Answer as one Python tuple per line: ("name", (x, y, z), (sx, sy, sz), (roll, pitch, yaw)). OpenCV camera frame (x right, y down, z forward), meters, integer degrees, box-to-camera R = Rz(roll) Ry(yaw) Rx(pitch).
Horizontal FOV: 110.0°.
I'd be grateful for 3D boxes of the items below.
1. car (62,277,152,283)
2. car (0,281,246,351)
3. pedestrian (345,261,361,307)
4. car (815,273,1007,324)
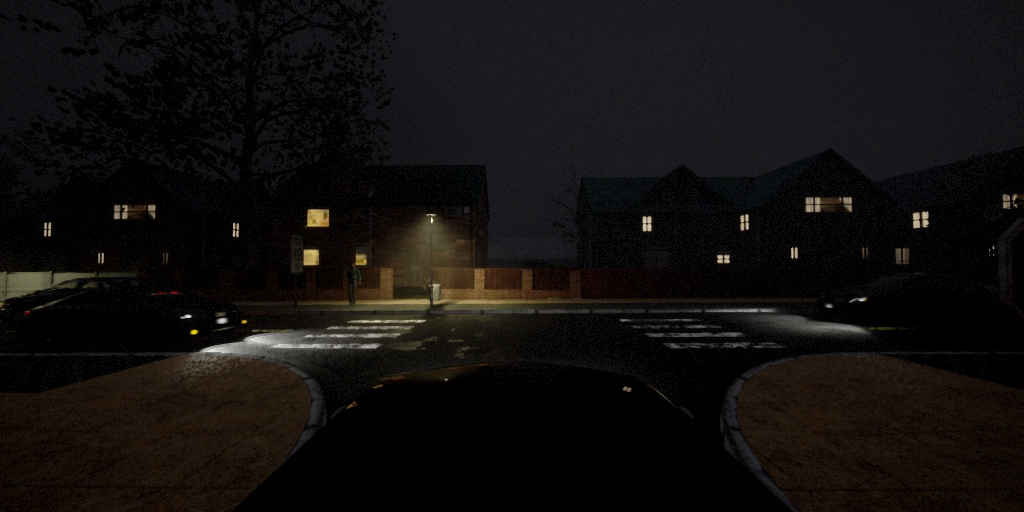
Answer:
("car", (-13.670, 1.462, 11.825), (4.902, 1.511, 2.128), (-1, -1, 2))
("car", (-9.013, 1.410, 8.739), (4.181, 1.385, 1.994), (-1, -1, 2))
("pedestrian", (-6.486, 1.113, 14.539), (0.375, 1.860, 0.375), (0, -1, 2))
("car", (12.191, 1.253, 11.086), (4.674, 1.442, 1.812), (0, -1, 2))
